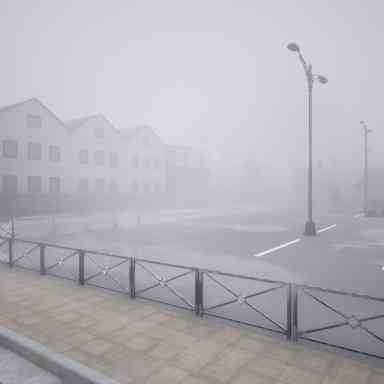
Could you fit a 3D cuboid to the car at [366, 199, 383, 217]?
[{"bbox_3d":[15.327,1.298,26.875,2.007,1.523,4.514,0,0,35],"label":"car"}]
